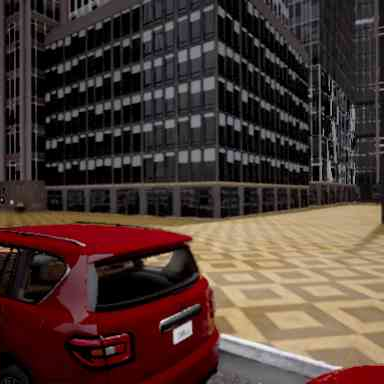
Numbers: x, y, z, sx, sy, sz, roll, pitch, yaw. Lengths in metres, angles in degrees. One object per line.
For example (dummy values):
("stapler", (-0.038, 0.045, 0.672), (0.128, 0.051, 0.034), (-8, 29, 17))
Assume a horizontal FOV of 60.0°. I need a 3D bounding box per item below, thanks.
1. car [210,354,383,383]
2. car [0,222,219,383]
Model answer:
("car", (2.483, 1.541, 1.108), (4.507, 1.381, 1.887), (0, 0, 36))
("car", (-2.027, 1.325, 4.327), (5.009, 1.841, 2.192), (0, 0, 36))
